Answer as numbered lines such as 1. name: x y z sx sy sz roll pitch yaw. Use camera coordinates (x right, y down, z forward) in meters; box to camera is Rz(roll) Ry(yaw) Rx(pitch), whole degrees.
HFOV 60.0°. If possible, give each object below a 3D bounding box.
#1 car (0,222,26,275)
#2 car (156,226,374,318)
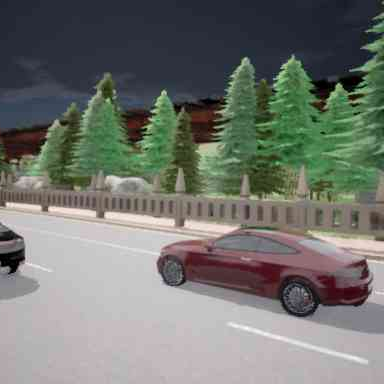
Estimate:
1. car: -6.109 1.231 8.363 4.902 1.511 2.128 3 1 36
2. car: 1.342 1.476 7.335 4.674 1.442 1.812 2 1 36
